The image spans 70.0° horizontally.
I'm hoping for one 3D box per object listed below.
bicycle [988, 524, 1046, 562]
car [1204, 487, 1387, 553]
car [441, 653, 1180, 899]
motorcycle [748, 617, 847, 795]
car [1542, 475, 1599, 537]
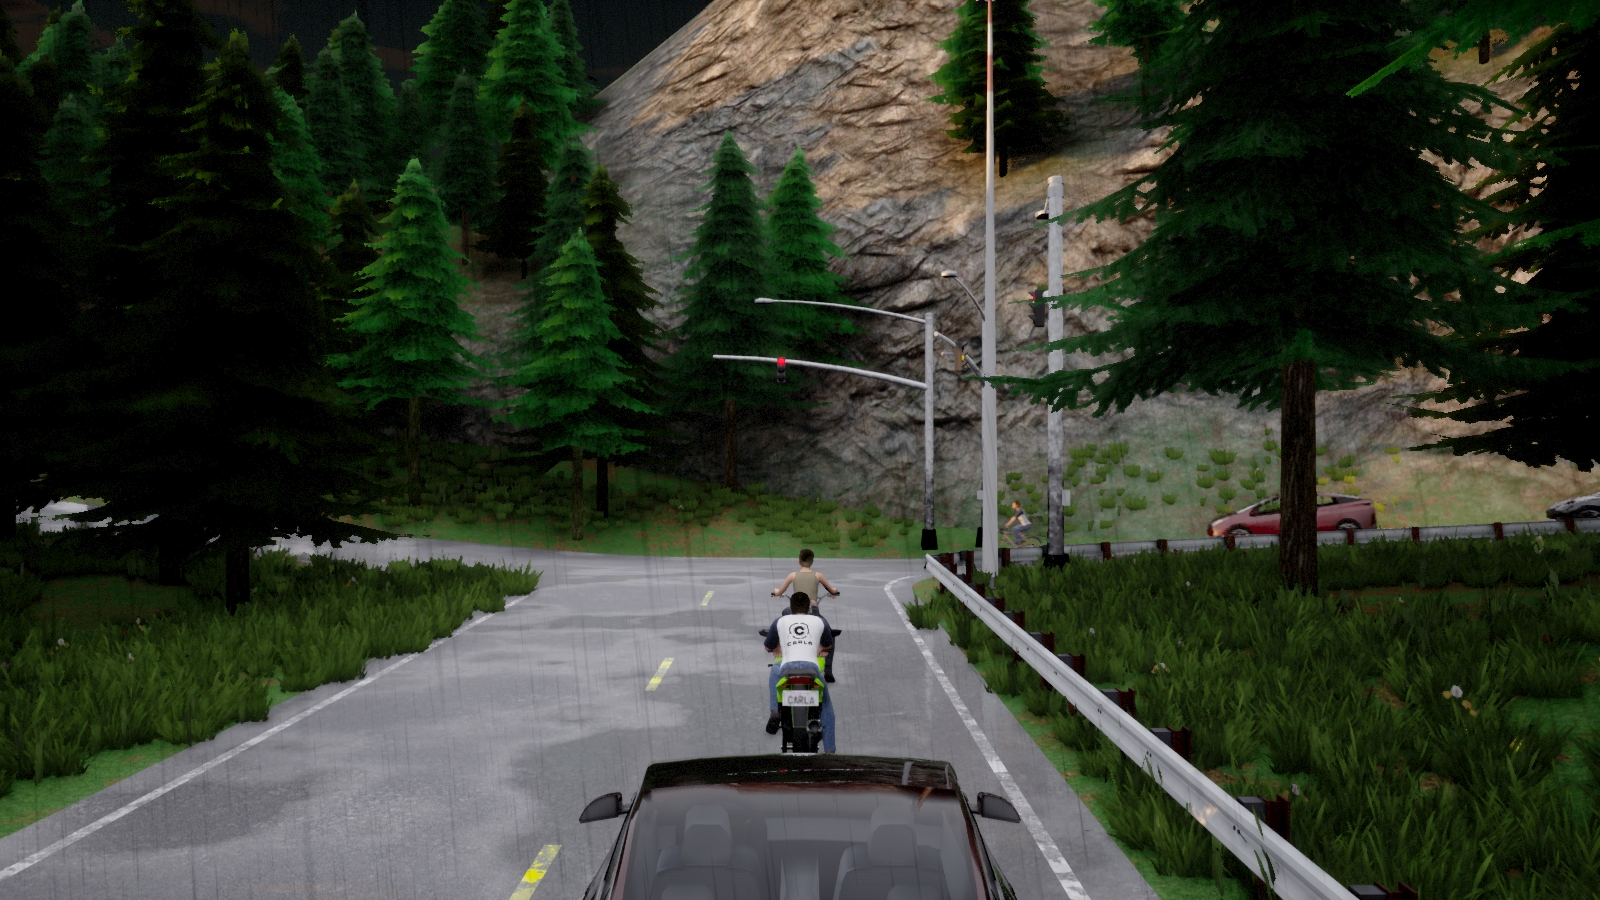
[{"bbox_3d":[6.656,2.850,35.082,1.643,1.024,0.373,-4,-1,9],"label":"bicycle"},{"bbox_3d":[14.067,1.987,32.731,4.514,1.525,2.007,-5,-2,18],"label":"car"},{"bbox_3d":[0.029,2.063,5.012,2.163,1.488,4.792,0,0,0],"label":"car"},{"bbox_3d":[-0.020,2.213,10.238,0.803,1.145,2.033,0,0,0],"label":"motorcycle"},{"bbox_3d":[22.213,1.328,29.497,4.792,1.488,2.163,-5,-2,25],"label":"car"}]
